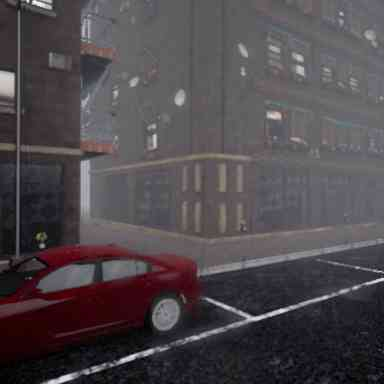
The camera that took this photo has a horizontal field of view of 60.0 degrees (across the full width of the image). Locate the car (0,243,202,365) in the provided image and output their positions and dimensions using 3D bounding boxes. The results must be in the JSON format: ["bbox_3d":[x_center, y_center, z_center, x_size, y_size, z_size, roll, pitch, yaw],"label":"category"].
[{"bbox_3d":[-1.936,1.547,5.178,4.507,1.381,1.887,0,0,-36],"label":"car"}]
